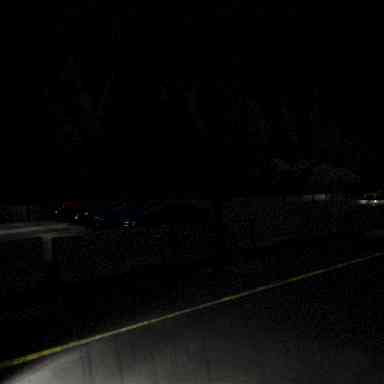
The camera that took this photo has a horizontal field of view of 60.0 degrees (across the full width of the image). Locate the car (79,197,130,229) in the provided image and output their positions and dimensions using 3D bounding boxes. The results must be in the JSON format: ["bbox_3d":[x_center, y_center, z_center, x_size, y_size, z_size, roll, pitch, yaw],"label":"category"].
[{"bbox_3d":[-3.439,1.253,18.926,5.008,1.535,1.882,-2,1,-37],"label":"car"}]

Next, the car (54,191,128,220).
[{"bbox_3d":[-7.253,0.986,24.813,5.566,2.045,2.150,-2,1,-37],"label":"car"}]

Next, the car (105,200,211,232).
[{"bbox_3d":[-1.339,1.253,16.126,5.008,1.535,1.882,-2,1,-37],"label":"car"}]

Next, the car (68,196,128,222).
[{"bbox_3d":[-5.165,1.256,22.004,4.902,1.511,2.128,-2,1,-37],"label":"car"}]

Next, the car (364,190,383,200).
[{"bbox_3d":[28.487,0.503,51.234,5.008,1.535,1.882,-1,1,-37],"label":"car"}]
